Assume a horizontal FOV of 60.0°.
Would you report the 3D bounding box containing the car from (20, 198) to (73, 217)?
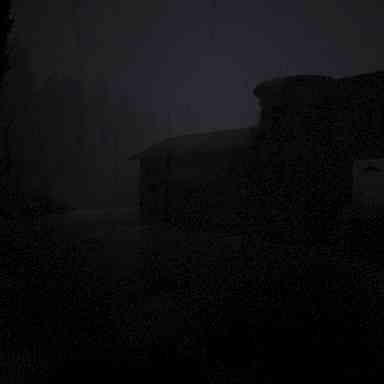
[{"bbox_3d":[-13.453,1.343,31.078,2.097,1.767,4.553,0,0,36],"label":"car"}]
